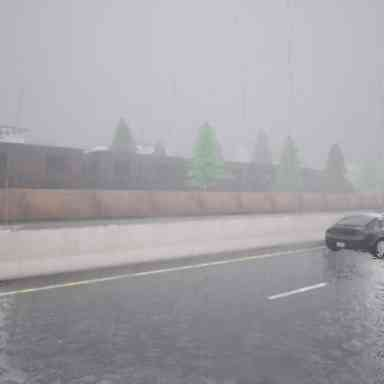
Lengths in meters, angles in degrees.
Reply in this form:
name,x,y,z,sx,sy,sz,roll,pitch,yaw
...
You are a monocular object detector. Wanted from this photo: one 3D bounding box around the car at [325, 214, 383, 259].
name,x,y,z,sx,sy,sz,roll,pitch,yaw
car,7.340,1.657,13.380,4.892,1.490,1.837,0,0,-35
